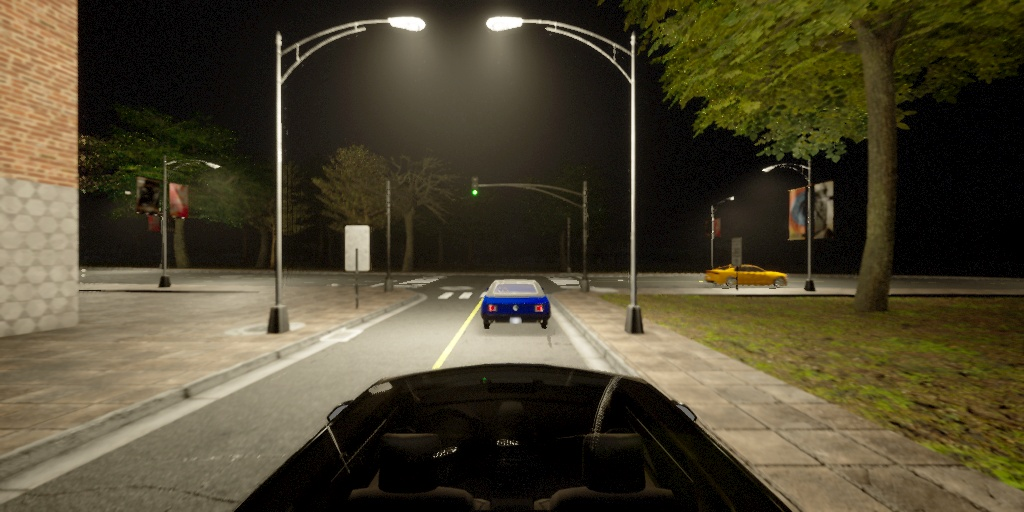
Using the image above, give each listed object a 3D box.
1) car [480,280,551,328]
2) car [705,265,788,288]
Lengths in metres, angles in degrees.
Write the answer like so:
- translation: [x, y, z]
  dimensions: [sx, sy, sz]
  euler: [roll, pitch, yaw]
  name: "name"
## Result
- translation: [0.101, 1.405, 11.566]
  dimensions: [1.895, 1.301, 4.718]
  euler: [0, 0, 0]
  name: "car"
- translation: [15.787, 1.320, 24.239]
  dimensions: [5.008, 1.535, 1.882]
  euler: [0, 0, 1]
  name: "car"
